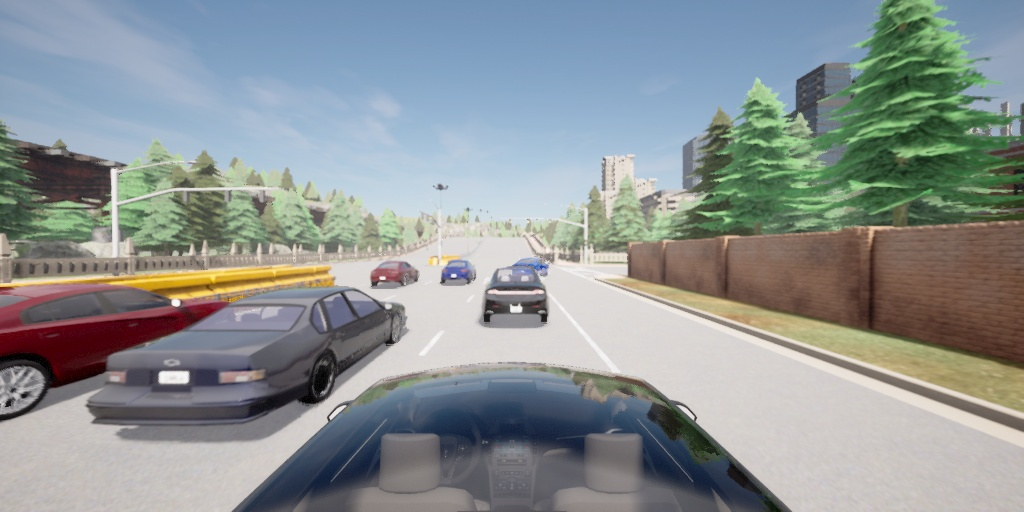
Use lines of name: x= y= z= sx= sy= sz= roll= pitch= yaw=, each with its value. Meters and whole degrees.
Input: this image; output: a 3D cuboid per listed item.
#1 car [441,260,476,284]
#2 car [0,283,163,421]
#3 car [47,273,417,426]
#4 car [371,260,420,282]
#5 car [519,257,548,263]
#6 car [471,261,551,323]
car: x=-3.397 y=0.952 z=23.214 sx=1.812 sy=1.442 sz=4.674 roll=0 pitch=1 yaw=0
car: x=-6.901 y=1.167 z=5.726 sx=1.882 sy=1.535 sz=5.008 roll=0 pitch=1 yaw=0
car: x=-3.400 y=1.231 z=6.117 sx=2.033 sy=1.411 sz=5.357 roll=0 pitch=1 yaw=0
car: x=-6.889 y=0.980 z=21.376 sx=1.812 sy=1.442 sz=4.674 roll=0 pitch=1 yaw=0
car: x=1.573 y=0.844 z=27.173 sx=1.882 sy=1.535 sz=5.008 roll=0 pitch=1 yaw=19
car: x=0.102 y=1.096 z=11.452 sx=2.128 sy=1.511 sz=4.902 roll=0 pitch=1 yaw=0
